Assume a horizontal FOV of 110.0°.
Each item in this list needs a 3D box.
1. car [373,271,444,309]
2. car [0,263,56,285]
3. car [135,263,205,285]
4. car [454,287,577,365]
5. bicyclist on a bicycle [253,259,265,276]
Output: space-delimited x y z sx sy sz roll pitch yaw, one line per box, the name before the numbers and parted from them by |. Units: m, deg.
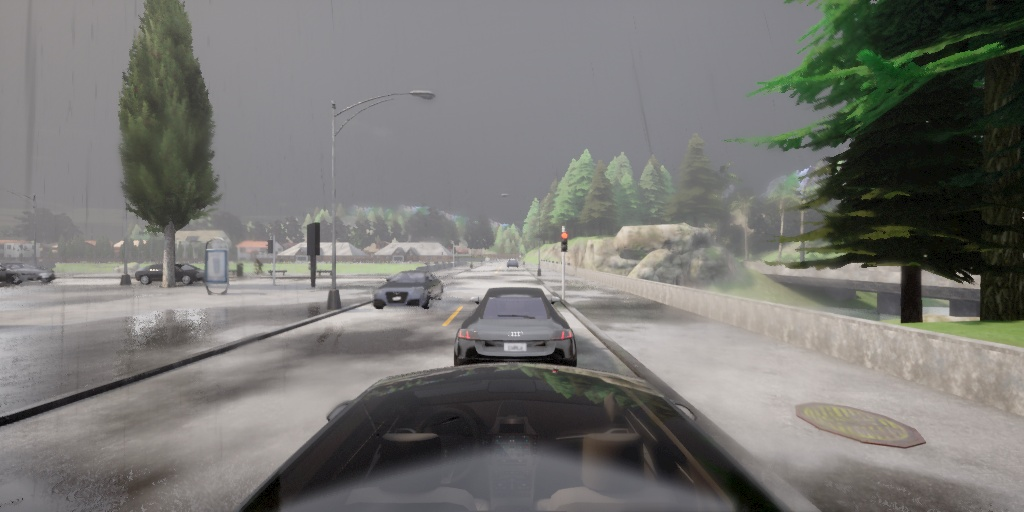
car | -4.067 1.314 14.672 1.994 1.385 4.181 0 0 0
car | -35.916 1.241 25.727 4.902 1.511 2.128 0 0 0
car | -24.023 1.255 25.722 4.892 1.490 1.837 0 0 0
car | 0.064 1.314 7.295 1.994 1.385 4.181 0 0 0
bicyclist on a bicycle | -24.099 1.099 34.120 0.582 1.620 1.656 0 0 0
